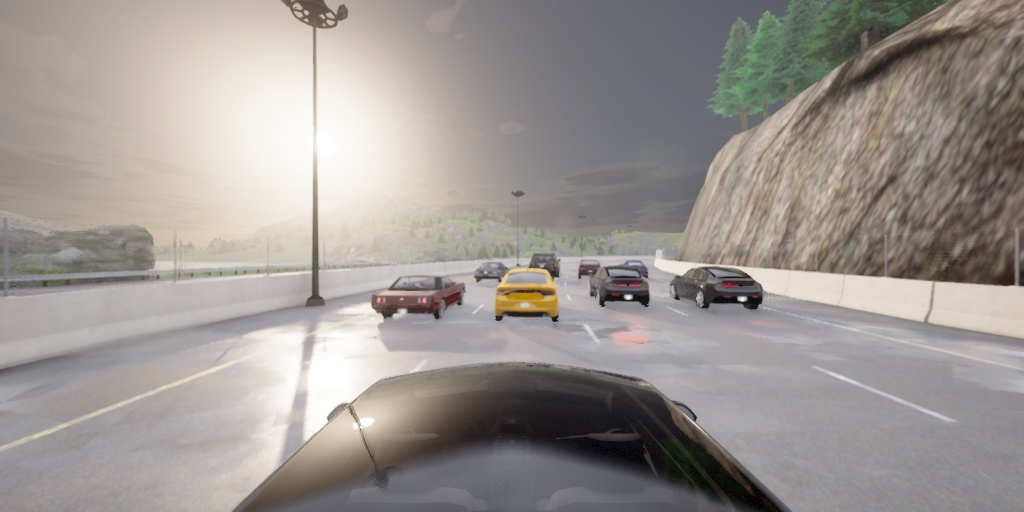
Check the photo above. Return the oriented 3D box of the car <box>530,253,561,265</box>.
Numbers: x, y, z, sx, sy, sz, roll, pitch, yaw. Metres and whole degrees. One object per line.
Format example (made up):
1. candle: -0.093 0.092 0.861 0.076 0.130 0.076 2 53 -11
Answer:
1. car: 2.639 0.796 28.353 2.150 2.045 5.566 0 1 10

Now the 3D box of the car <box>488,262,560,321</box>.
1. car: 0.576 1.157 12.216 1.882 1.535 5.008 0 1 5

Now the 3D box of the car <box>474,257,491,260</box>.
1. car: -4.025 0.927 58.891 1.994 1.385 4.181 0 0 19

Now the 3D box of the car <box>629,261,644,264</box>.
1. car: 9.960 1.094 29.372 1.812 1.442 4.674 0 0 11

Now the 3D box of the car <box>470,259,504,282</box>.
1. car: -1.315 1.133 26.134 2.033 1.411 5.357 0 0 10

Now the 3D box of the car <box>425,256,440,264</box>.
1. car: -13.539 0.821 63.496 2.128 1.511 4.902 0 0 19

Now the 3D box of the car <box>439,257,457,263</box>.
1. car: -10.263 0.902 62.253 1.994 1.385 4.181 0 0 19

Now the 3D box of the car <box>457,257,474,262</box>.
1. car: -6.981 0.852 61.022 1.837 1.490 4.892 0 1 19

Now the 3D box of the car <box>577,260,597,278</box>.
1. car: 6.597 1.038 30.385 1.882 1.535 5.008 0 0 11

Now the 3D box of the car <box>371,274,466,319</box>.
1. car: -2.926 1.277 12.422 1.895 1.301 4.718 0 0 5

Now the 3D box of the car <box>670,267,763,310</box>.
1. car: 7.798 1.172 14.148 1.837 1.490 4.892 0 0 6

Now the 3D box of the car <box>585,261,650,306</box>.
1. car: 4.382 1.168 15.124 1.837 1.490 4.892 0 1 6
